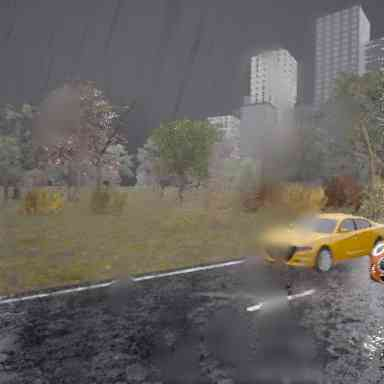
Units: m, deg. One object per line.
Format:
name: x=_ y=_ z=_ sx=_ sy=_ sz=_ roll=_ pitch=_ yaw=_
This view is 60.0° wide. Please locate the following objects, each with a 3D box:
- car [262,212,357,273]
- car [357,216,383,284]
car: x=4.435 y=1.462 z=10.829 sx=5.008 sy=1.535 sz=1.882 roll=0 pitch=0 yaw=-35
car: x=6.375 y=1.333 z=8.221 sx=4.553 sy=1.767 sz=2.097 roll=0 pitch=0 yaw=-35
